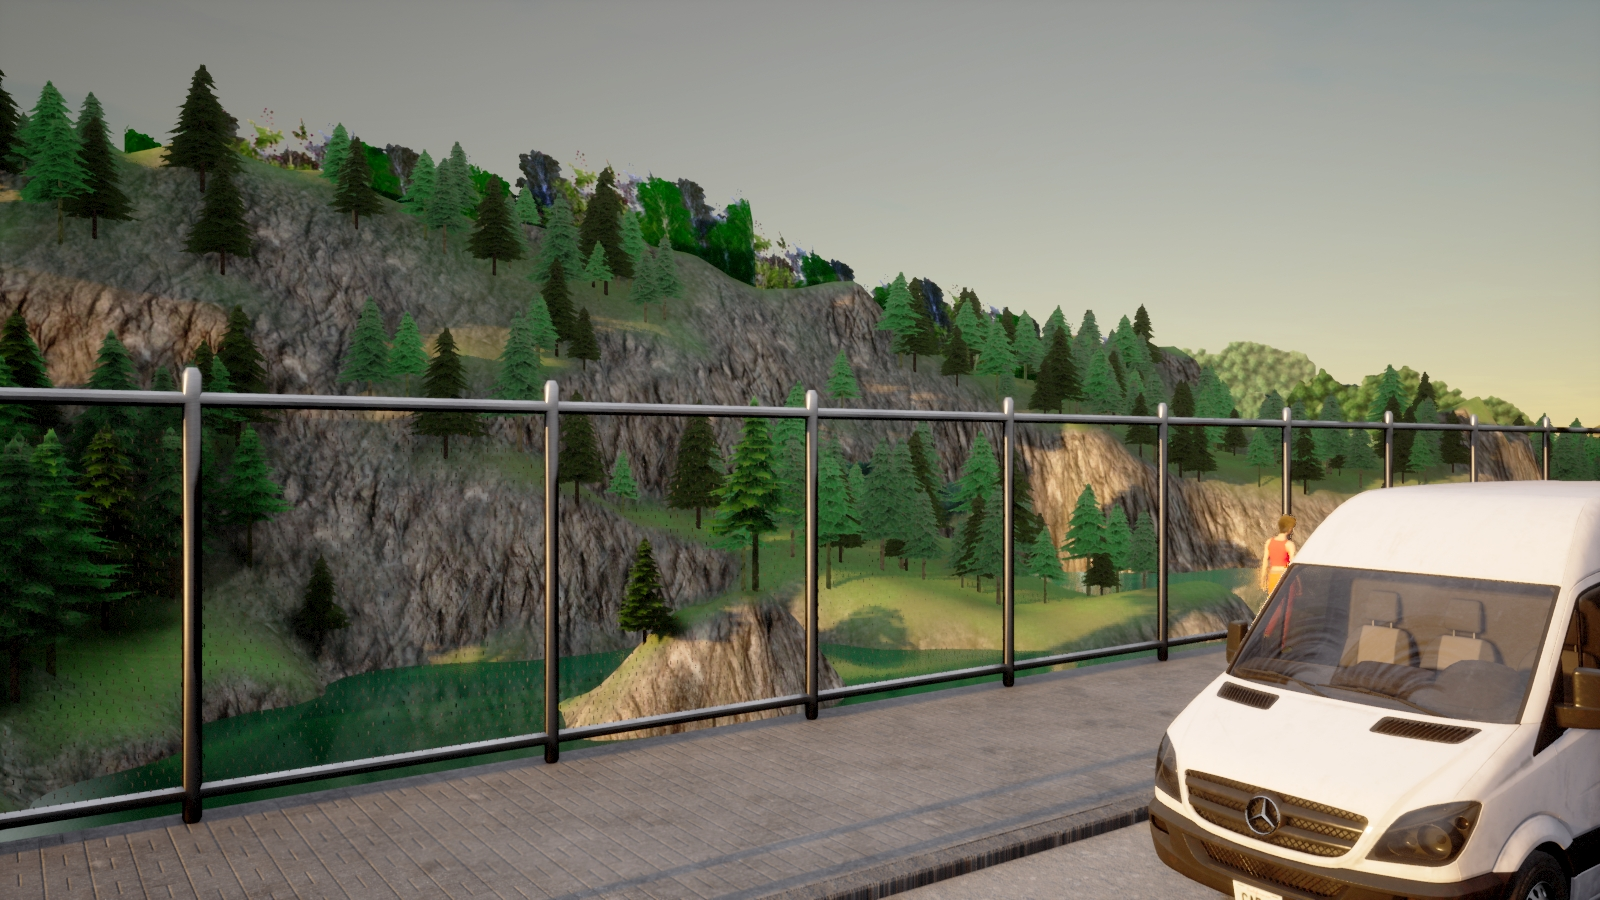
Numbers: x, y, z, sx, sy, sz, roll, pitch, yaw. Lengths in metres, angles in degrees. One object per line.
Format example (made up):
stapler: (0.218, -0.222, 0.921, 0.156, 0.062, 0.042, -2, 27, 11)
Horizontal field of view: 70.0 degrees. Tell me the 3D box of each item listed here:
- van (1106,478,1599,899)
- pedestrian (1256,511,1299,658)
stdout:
van: (4.843, 1.531, 7.777, 5.915, 2.561, 1.988, 0, 0, -35)
pedestrian: (6.241, 1.739, 14.942, 0.375, 1.860, 0.375, 0, 0, -35)
